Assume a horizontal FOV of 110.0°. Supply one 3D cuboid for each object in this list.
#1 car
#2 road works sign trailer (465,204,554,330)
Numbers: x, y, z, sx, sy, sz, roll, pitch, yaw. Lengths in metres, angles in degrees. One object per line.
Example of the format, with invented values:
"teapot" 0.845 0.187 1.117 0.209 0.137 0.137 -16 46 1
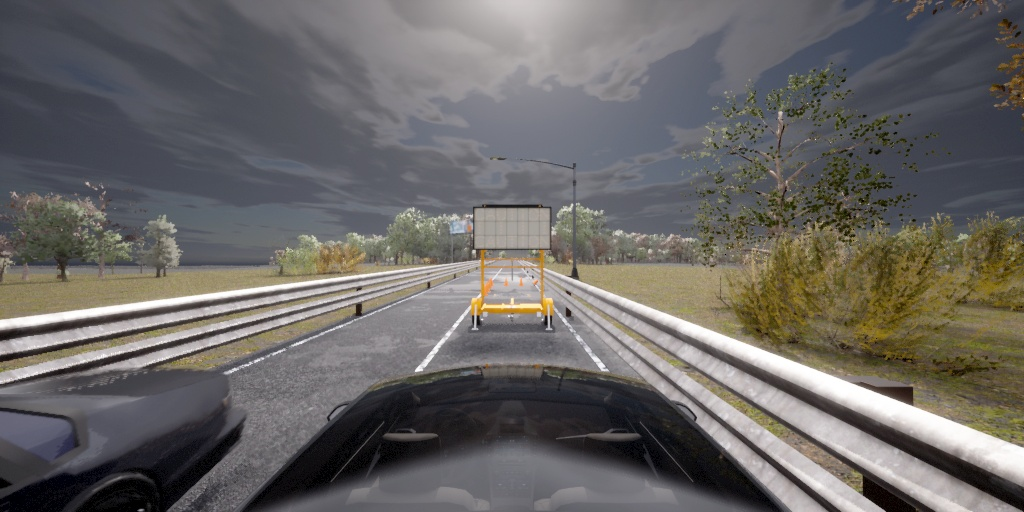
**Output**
"car" -3.250 1.297 0.748 2.033 1.411 5.357 0 0 0
"road works sign trailer" 0.009 0.218 11.101 2.380 3.560 2.880 0 0 0
